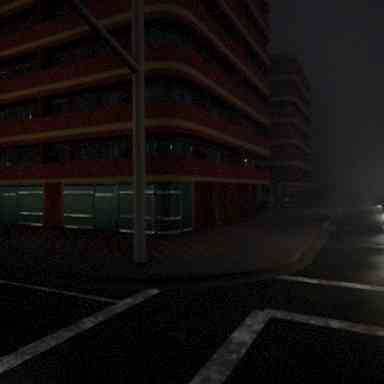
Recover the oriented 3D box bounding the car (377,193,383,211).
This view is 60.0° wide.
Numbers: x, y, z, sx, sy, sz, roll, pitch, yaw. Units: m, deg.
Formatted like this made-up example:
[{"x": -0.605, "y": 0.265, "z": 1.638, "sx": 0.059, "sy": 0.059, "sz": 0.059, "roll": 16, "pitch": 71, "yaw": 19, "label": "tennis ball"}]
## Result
[{"x": 19.148, "y": 1.043, "z": 31.602, "sx": 2.128, "sy": 1.511, "sz": 4.902, "roll": 0, "pitch": 1, "yaw": 27, "label": "car"}]
